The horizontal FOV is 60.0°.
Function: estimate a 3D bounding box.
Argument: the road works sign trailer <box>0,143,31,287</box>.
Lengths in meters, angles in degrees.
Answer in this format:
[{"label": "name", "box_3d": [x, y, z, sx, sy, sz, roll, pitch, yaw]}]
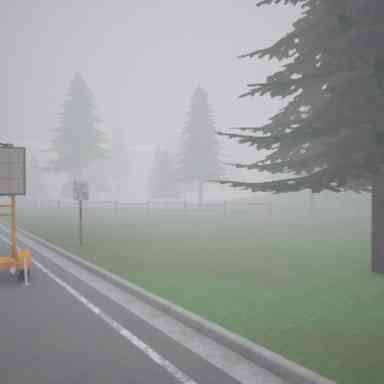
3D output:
[{"label": "road works sign trailer", "box_3d": [-5.647, 0.496, 8.593, 2.380, 3.560, 2.880, 0, 0, -36]}]
